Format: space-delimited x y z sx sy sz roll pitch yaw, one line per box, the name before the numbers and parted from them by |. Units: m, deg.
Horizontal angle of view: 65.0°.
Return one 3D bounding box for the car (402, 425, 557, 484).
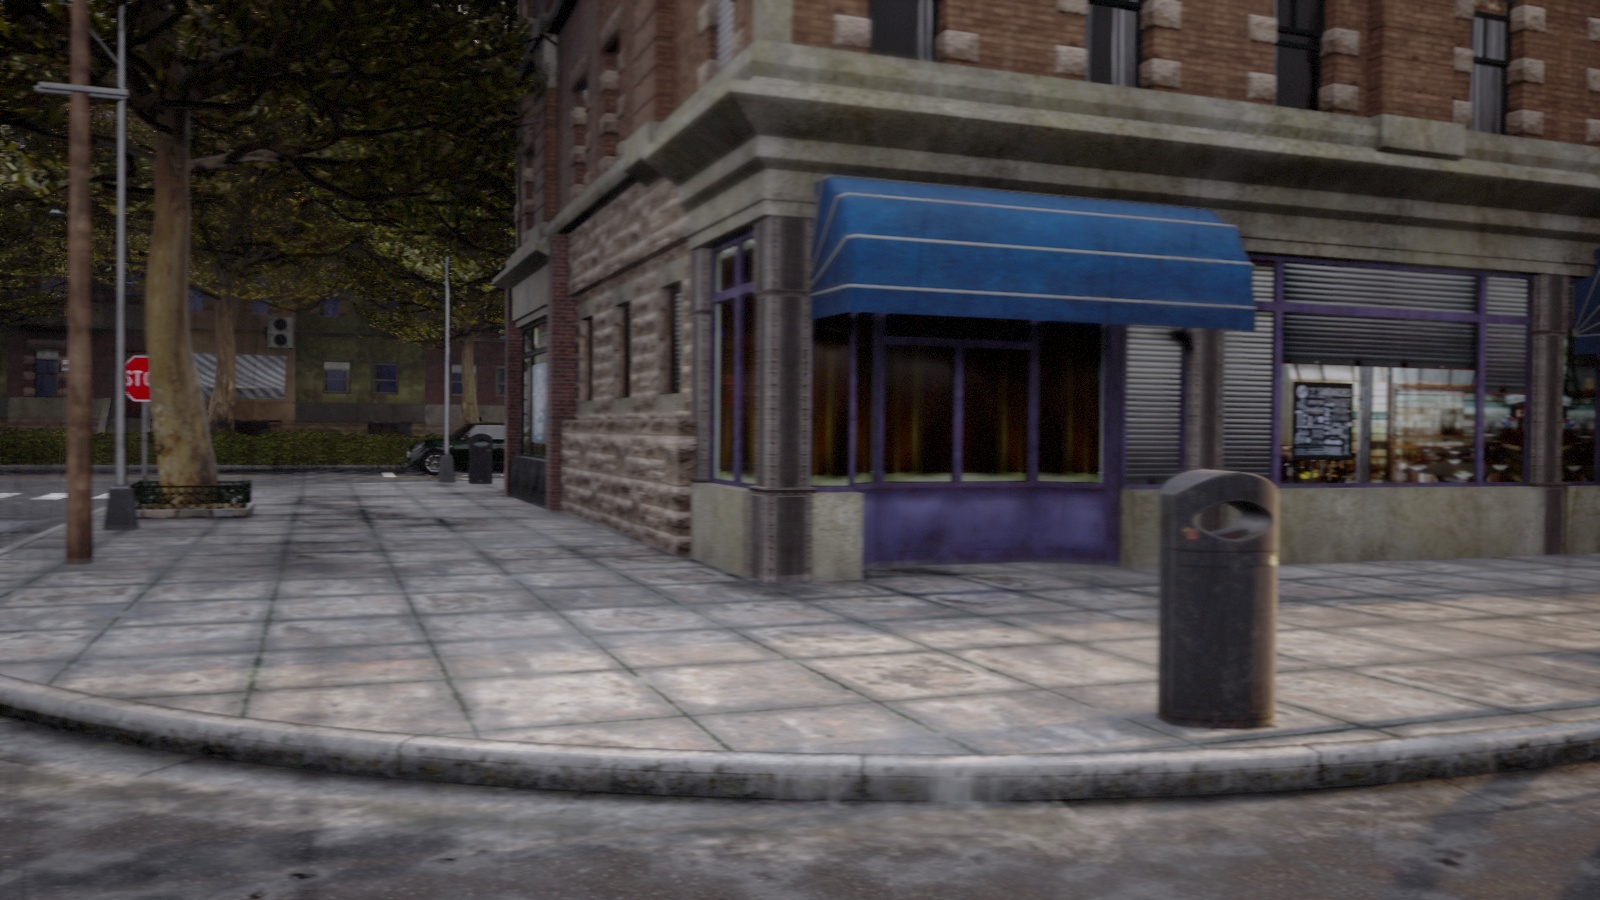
car | -10.220 0.116 40.016 4.553 1.767 2.097 -1 1 -21
